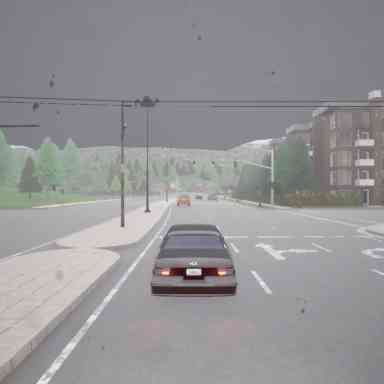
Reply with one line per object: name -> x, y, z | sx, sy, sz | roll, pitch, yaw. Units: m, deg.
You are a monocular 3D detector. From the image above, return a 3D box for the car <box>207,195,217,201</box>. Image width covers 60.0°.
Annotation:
car -> 5.478, 1.539, 85.374 | 2.033, 1.411, 5.357 | 0, 0, 0

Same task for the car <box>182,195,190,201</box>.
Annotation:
car -> -1.522, 1.523, 85.328 | 1.812, 1.442, 4.674 | 0, 0, 0

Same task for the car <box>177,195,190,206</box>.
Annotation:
car -> -1.358, 1.352, 54.503 | 2.097, 1.767, 4.553 | 0, 0, -1

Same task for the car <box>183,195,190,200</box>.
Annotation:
car -> -1.546, 1.571, 95.643 | 1.895, 1.301, 4.718 | 0, 0, 0

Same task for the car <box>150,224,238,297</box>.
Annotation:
car -> 0.042, 1.547, 8.758 | 2.033, 1.411, 5.357 | 0, 0, 0
